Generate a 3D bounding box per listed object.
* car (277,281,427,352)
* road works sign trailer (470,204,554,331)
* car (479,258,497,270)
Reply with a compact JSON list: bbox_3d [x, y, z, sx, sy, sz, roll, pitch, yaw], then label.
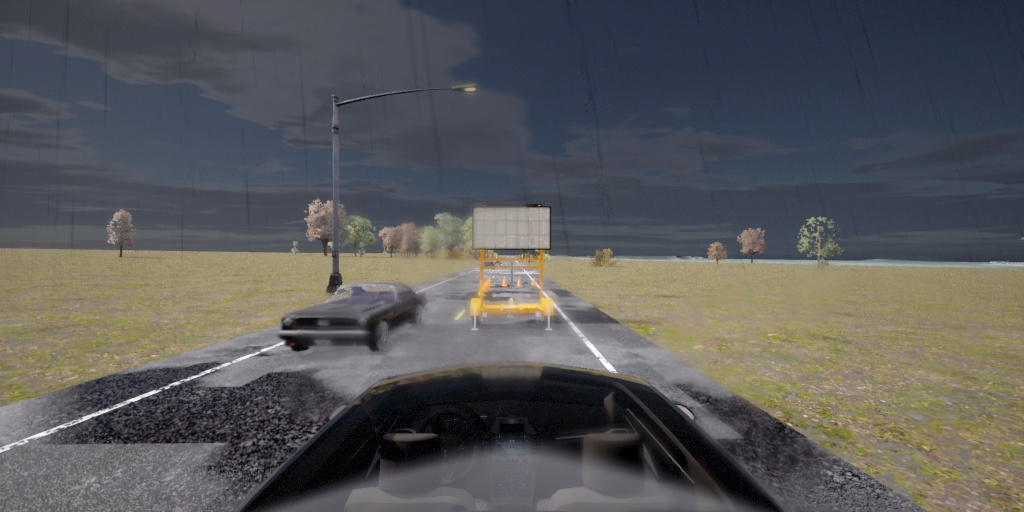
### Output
[{"bbox_3d":[-3.604,1.351,9.064,1.895,1.301,4.718,0,0,0],"label":"car"},{"bbox_3d":[-0.005,0.215,11.033,2.380,3.560,2.880,0,0,0],"label":"road works sign trailer"},{"bbox_3d":[-3.622,1.317,51.874,1.994,1.385,4.181,0,0,0],"label":"car"}]
